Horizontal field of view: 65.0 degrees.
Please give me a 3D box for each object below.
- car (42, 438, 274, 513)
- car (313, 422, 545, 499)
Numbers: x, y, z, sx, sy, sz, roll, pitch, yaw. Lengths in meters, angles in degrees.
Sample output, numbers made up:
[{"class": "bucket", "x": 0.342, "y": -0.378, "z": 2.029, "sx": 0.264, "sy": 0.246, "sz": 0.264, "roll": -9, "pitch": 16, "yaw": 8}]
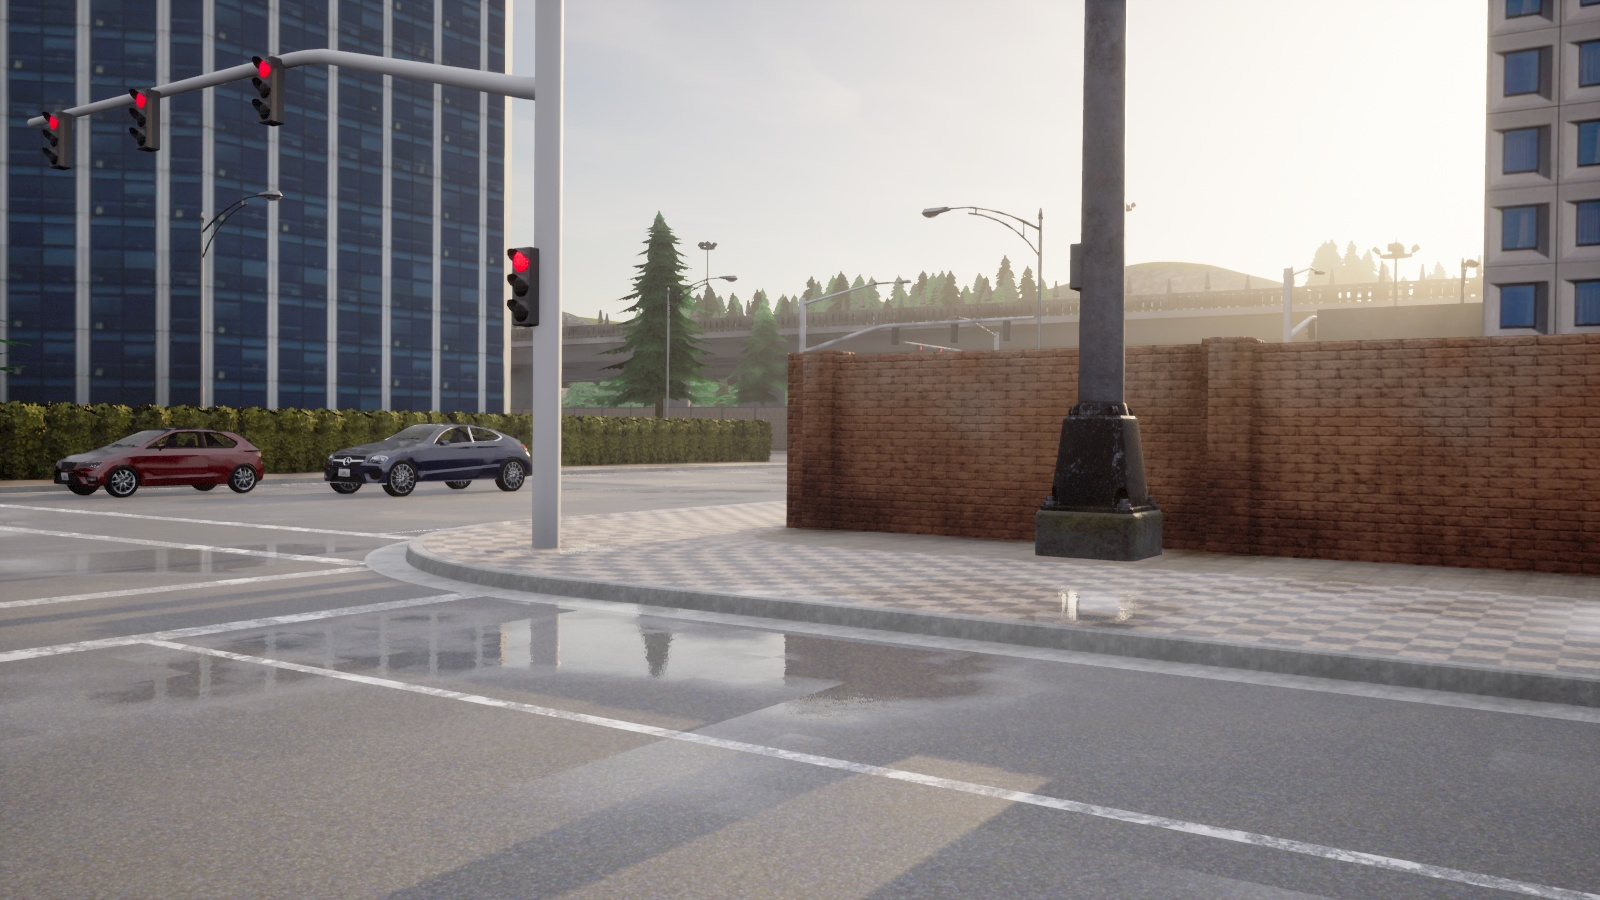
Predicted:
[{"class": "car", "x": -14.023, "y": 0.494, "z": 27.653, "sx": 1.816, "sy": 1.474, "sz": 4.193, "roll": 0, "pitch": 1, "yaw": 33}, {"class": "car", "x": -8.596, "y": 0.184, "z": 29.564, "sx": 2.152, "sy": 1.651, "sz": 5.027, "roll": 0, "pitch": 1, "yaw": 33}]
